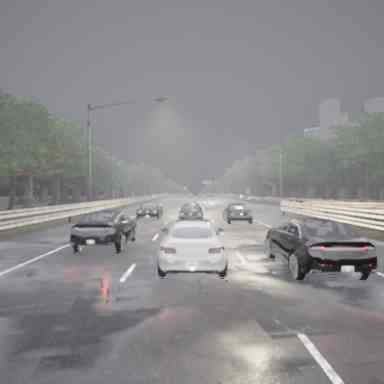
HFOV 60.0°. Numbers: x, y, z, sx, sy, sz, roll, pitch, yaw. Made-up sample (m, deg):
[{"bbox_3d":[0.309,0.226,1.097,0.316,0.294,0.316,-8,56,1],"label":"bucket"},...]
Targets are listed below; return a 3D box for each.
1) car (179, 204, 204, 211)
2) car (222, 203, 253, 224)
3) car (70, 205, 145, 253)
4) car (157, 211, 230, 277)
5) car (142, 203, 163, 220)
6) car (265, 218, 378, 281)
[{"bbox_3d":[-0.067,1.585,25.499,2.033,1.411,5.357,0,0,0],"label":"car"},{"bbox_3d":[3.433,1.584,25.502,2.033,1.411,5.357,0,0,0],"label":"car"},{"bbox_3d":[-3.495,1.523,13.923,2.128,1.511,4.902,0,0,0],"label":"car"},{"bbox_3d":[0.016,1.549,10.165,1.812,1.442,4.674,0,0,0],"label":"car"},{"bbox_3d":[-3.565,1.633,28.768,1.895,1.301,4.718,0,0,0],"label":"car"},{"bbox_3d":[3.513,1.515,9.920,2.128,1.511,4.902,0,0,0],"label":"car"}]
